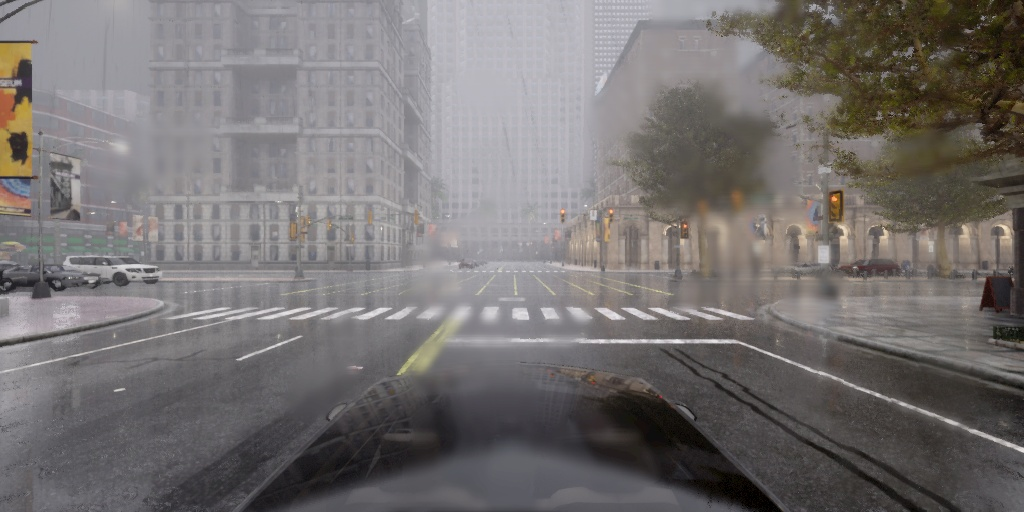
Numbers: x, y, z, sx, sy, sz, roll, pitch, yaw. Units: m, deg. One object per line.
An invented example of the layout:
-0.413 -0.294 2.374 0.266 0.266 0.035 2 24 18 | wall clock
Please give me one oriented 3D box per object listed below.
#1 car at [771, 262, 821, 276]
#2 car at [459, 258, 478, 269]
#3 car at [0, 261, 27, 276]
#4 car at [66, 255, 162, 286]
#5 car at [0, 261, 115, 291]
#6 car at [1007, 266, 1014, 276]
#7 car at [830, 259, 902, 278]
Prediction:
28.943 1.351 35.956 4.718 1.301 1.895 0 0 0 | car
-7.120 1.102 56.621 2.097 1.767 4.553 0 0 0 | car
-52.548 1.255 36.916 4.892 1.490 1.837 0 0 20 | car
-27.388 0.971 24.552 5.566 2.045 2.150 0 0 2 | car
-27.067 1.241 21.036 4.902 1.511 2.128 0 0 0 | car
52.723 1.256 35.779 4.892 1.490 1.837 0 0 1 | car
32.147 1.102 32.439 4.553 1.767 2.097 0 0 0 | car
